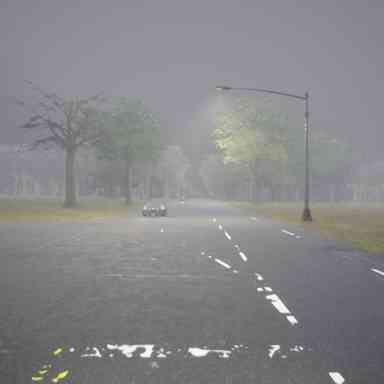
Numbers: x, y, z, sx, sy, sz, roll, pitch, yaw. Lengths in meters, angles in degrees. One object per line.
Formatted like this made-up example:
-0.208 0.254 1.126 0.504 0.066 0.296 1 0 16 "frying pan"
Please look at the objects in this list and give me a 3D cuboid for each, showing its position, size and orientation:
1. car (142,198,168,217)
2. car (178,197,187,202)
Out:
-3.411 1.415 31.542 2.097 1.767 4.553 0 0 0 "car"
-2.393 1.854 83.905 1.994 1.385 4.181 0 0 6 "car"
